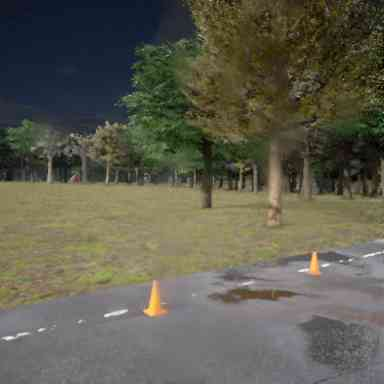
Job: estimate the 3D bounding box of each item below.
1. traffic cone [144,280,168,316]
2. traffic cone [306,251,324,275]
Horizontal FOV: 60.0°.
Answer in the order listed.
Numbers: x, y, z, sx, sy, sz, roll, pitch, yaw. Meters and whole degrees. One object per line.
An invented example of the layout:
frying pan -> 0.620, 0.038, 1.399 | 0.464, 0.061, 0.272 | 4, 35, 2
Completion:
traffic cone -> -0.676, 1.946, 6.216 | 0.340, 0.580, 0.340 | 0, 0, -36
traffic cone -> 3.371, 1.928, 9.132 | 0.340, 0.580, 0.340 | 0, 0, -36
